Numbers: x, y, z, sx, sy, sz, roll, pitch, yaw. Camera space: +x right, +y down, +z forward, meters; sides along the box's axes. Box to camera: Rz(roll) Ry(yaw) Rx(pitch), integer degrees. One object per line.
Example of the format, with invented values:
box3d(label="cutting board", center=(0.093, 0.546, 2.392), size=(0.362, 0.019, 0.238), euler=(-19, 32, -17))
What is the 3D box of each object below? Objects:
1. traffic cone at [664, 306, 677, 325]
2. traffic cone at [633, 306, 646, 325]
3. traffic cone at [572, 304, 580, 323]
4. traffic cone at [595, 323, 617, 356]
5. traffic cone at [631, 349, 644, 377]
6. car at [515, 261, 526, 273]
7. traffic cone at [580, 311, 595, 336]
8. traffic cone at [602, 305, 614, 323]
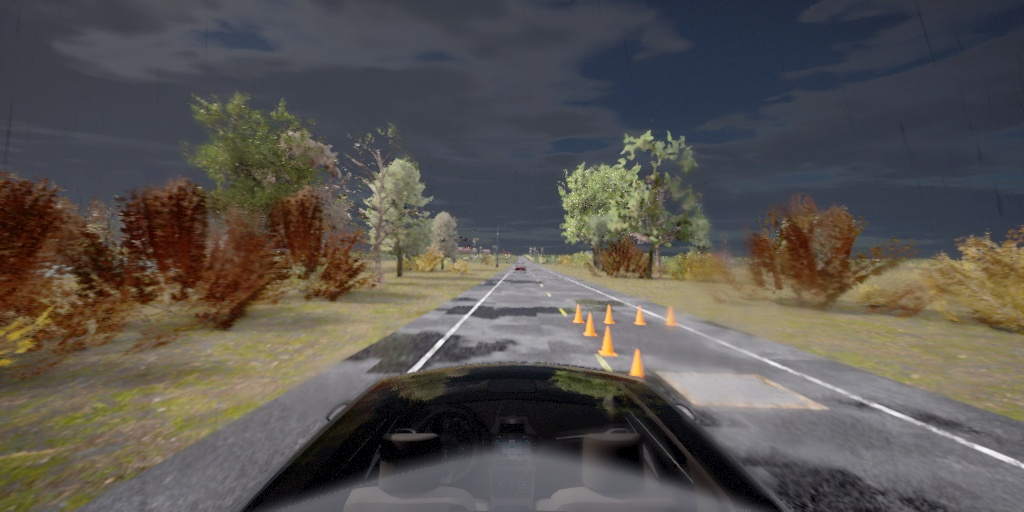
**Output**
box3d(label="traffic cone", center=(5.172, 1.939, 11.698), size=(0.340, 0.580, 0.340), euler=(0, 0, 2))
box3d(label="traffic cone", center=(4.173, 1.917, 11.724), size=(0.340, 0.580, 0.340), euler=(0, 0, 2))
box3d(label="traffic cone", center=(2.174, 1.873, 11.777), size=(0.340, 0.580, 0.340), euler=(0, 0, 2))
box3d(label="traffic cone", center=(2.069, 1.824, 7.779), size=(0.340, 0.580, 0.340), euler=(0, 0, 2))
box3d(label="traffic cone", center=(2.016, 1.799, 5.780), size=(0.340, 0.580, 0.340), euler=(0, 0, 2))
box3d(label="car", center=(1.391, 1.994, 58.029), size=(1.895, 1.301, 4.718), euler=(1, -1, 2))
box3d(label="traffic cone", center=(2.121, 1.849, 9.778), size=(0.340, 0.580, 0.340), euler=(0, 0, 2))
box3d(label="traffic cone", center=(3.174, 1.895, 11.751), size=(0.340, 0.580, 0.340), euler=(0, 0, 2))
